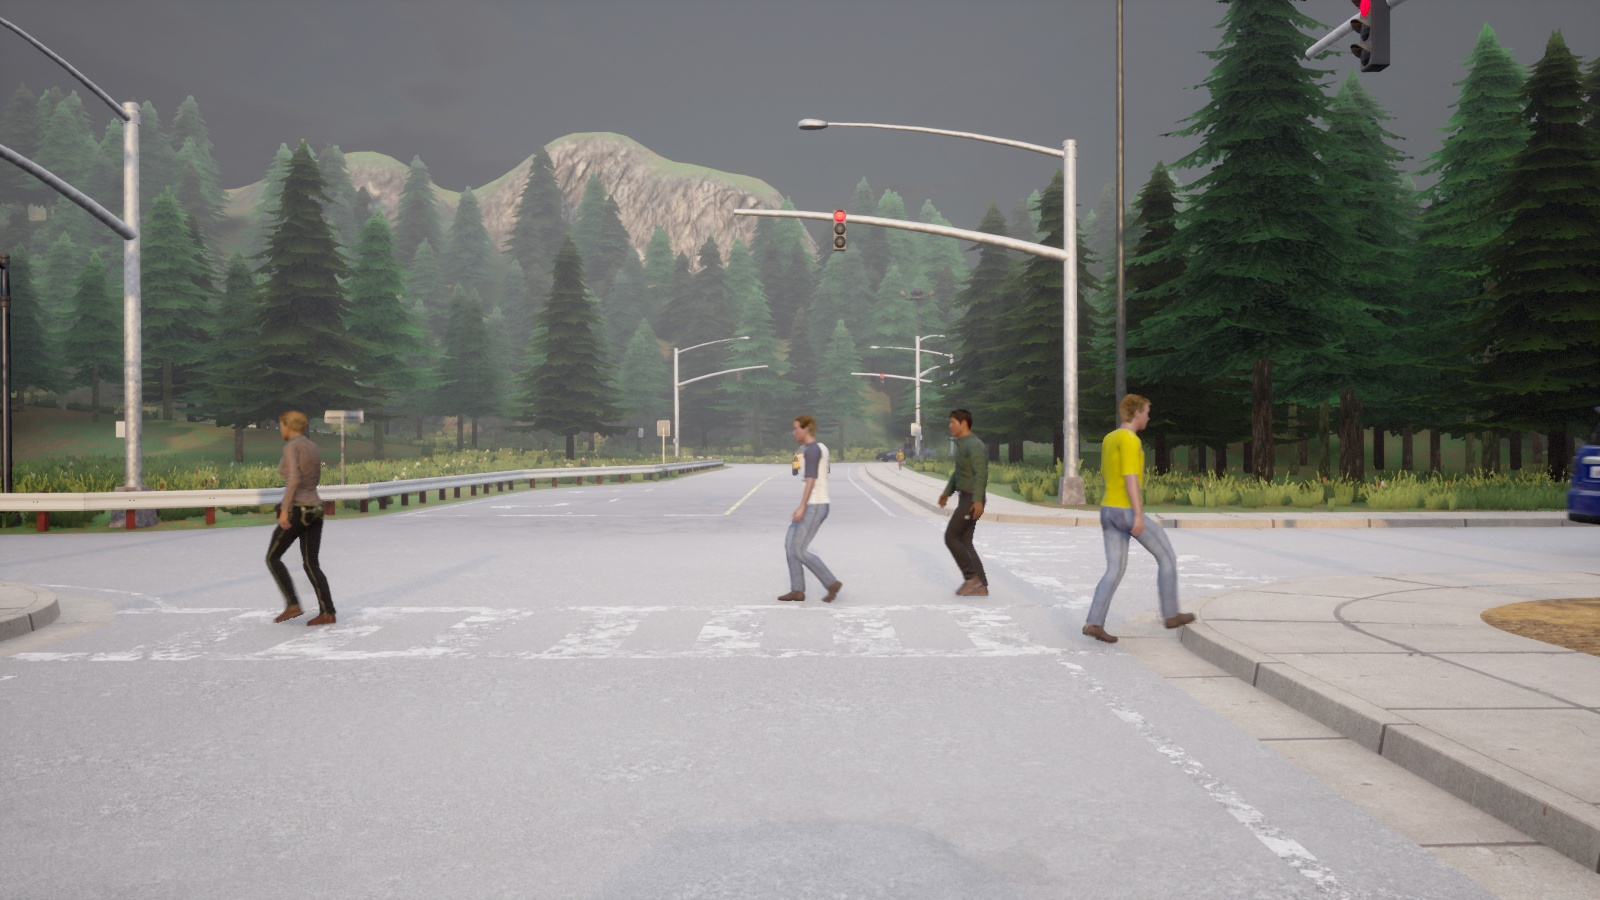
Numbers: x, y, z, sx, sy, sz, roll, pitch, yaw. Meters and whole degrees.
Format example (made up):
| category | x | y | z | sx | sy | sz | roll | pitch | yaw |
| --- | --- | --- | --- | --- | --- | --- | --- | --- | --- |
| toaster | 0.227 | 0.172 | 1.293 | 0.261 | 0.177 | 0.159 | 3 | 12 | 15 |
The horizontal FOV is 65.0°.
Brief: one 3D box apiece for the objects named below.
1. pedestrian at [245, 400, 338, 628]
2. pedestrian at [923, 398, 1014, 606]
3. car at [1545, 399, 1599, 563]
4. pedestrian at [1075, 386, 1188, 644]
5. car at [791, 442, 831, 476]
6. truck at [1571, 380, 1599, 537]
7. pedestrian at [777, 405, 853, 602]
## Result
| category | x | y | z | sx | sy | sz | roll | pitch | yaw |
| --- | --- | --- | --- | --- | --- | --- | --- | --- | --- |
| pedestrian | -4.222 | 0.518 | 10.432 | 0.634 | 1.846 | 0.331 | 0 | 0 | 15 |
| pedestrian | 1.604 | 0.490 | 12.008 | 0.788 | 1.949 | 0.423 | 0 | 0 | -2 |
| car | 12.746 | 0.375 | 15.694 | 5.566 | 2.045 | 2.150 | 0 | 0 | 1 |
| pedestrian | 2.422 | 0.458 | 9.190 | 0.706 | 1.836 | 0.354 | 0 | 0 | -13 |
| car | 0.570 | 0.395 | 60.659 | 1.801 | 1.575 | 5.366 | 0 | 0 | 2 |
| truck | 15.188 | 0.152 | 19.163 | 5.204 | 2.467 | 2.627 | 0 | 0 | 1 |
| pedestrian | 0.142 | 0.496 | 11.877 | 0.706 | 1.836 | 0.354 | 0 | 0 | 1 |
